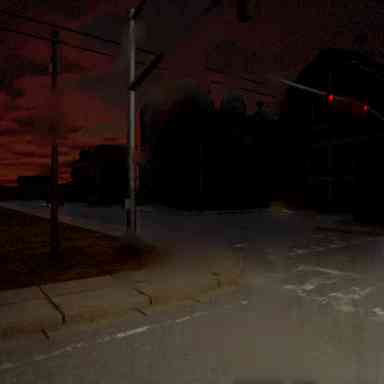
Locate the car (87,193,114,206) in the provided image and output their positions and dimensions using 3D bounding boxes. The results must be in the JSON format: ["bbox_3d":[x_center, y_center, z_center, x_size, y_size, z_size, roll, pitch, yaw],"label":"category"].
[{"bbox_3d":[-13.818,1.120,50.583,3.866,1.878,1.905,-2,5,11],"label":"car"}]

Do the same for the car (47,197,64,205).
[{"bbox_3d":[-23.349,1.539,56.653,1.994,1.385,4.181,0,0,-36],"label":"car"}]
